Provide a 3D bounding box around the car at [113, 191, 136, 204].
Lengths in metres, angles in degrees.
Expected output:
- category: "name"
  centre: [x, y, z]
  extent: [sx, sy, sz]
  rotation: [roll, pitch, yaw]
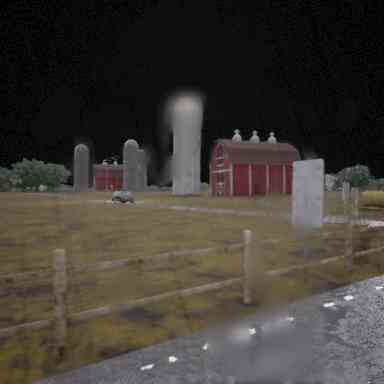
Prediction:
- category: "car"
  centre: [-11.278, 0.857, 55.116]
  extent: [2.150, 2.045, 5.566]
  rotation: [1, 0, -35]
